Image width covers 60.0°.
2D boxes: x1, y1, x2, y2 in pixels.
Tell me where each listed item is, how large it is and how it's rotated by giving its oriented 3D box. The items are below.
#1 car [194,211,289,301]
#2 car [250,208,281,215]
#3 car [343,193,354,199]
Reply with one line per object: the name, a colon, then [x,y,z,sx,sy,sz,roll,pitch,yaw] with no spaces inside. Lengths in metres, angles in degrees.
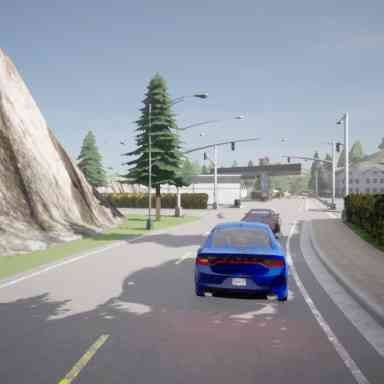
car: [1.287,1.478,8.474,1.882,1.535,5.008,0,0,10]
car: [3.687,1.564,17.664,1.994,1.385,4.181,0,0,17]
car: [40.162,1.077,82.998,3.866,1.878,1.905,0,0,19]
